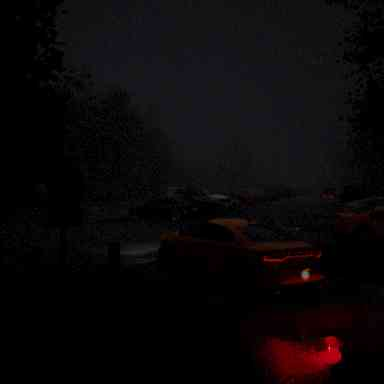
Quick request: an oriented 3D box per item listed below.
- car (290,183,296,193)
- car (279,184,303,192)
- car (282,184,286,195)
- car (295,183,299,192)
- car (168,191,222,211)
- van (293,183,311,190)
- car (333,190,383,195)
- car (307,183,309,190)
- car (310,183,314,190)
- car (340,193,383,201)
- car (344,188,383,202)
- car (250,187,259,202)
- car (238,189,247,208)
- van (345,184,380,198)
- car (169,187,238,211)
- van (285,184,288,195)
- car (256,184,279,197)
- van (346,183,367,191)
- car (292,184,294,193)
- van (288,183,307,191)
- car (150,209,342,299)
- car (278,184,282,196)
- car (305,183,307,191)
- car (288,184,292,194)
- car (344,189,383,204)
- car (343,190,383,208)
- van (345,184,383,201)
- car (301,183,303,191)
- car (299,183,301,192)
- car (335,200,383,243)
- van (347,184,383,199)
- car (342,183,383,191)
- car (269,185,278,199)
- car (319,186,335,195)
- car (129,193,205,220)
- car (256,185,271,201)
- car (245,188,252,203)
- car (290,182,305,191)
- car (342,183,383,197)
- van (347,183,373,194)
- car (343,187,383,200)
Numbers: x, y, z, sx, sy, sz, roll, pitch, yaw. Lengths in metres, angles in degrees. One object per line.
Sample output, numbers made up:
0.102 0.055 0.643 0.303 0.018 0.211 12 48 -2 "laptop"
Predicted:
15.677 -0.337 59.746 4.792 1.488 2.163 1 2 25 "car"
21.541 -0.901 72.316 4.553 1.767 2.185 1 2 25 "car"
11.037 -0.008 49.662 4.792 1.488 2.163 1 2 25 "car"
16.708 -0.454 62.326 5.366 1.575 1.946 1 2 25 "car"
-0.712 0.962 24.540 5.008 1.535 2.097 1 3 25 "car"
29.668 -1.501 89.940 4.442 1.987 1.878 1 1 25 "van"
13.308 0.940 24.108 5.366 1.575 1.946 1 3 25 "car"
23.910 -0.939 77.339 5.008 1.535 2.097 1 2 25 "car"
27.461 -1.435 84.861 5.566 2.045 2.435 1 2 25 "car"
10.045 1.134 16.598 4.553 1.767 2.185 1 3 25 "car"
20.523 0.361 39.063 4.792 1.488 2.163 1 2 25 "car"
3.808 0.532 34.676 5.366 1.575 1.946 1 3 25 "car"
1.798 0.749 29.492 5.366 1.575 1.946 1 3 25 "car"
25.072 -0.232 49.150 4.442 1.987 1.878 1 2 25 "van"
0.482 0.605 27.034 5.566 2.045 2.435 1 3 25 "car"
12.290 -0.344 52.132 4.442 1.987 1.878 1 2 25 "van"
8.658 0.135 44.647 4.892 1.521 2.231 1 2 25 "car"
39.177 -1.216 79.383 4.442 1.987 1.878 1 2 25 "van"
14.503 -0.255 57.232 4.792 1.488 2.163 1 2 25 "car"
26.156 -1.330 82.408 4.442 1.987 1.878 1 2 25 "van"
0.885 1.406 8.416 1.882 1.535 5.008 2 -1 -31 "car"
9.867 -0.079 47.144 4.553 1.767 2.185 1 2 25 "car"
22.714 -0.983 74.831 4.553 1.767 2.185 1 2 25 "car"
13.330 -0.173 54.717 4.792 1.488 2.163 1 2 25 "car"
19.408 0.451 36.672 4.792 1.488 2.163 1 2 25 "car"
16.962 0.658 31.566 4.792 1.488 2.163 1 3 25 "car"
21.562 0.017 41.605 4.442 1.987 1.878 1 2 25 "van"
19.217 -0.610 67.280 4.892 1.521 2.231 1 2 25 "car"
18.055 -0.528 64.760 4.892 1.521 2.231 1 2 25 "car"
8.841 1.364 14.109 5.008 1.535 2.097 1 3 25 "car"
24.113 -0.146 46.542 4.442 1.987 1.878 1 2 25 "van"
15.843 0.484 29.023 5.566 2.045 2.435 1 3 25 "car"
7.662 0.228 42.059 5.366 1.575 1.946 1 2 25 "car"
23.717 -0.277 57.657 2.128 1.511 4.902 1 2 25 "car"
-1.916 1.097 22.042 4.792 1.488 2.163 1 3 25 "car"
6.205 0.318 39.813 5.366 1.575 1.946 1 3 25 "car"
2.809 0.645 32.082 4.892 1.521 2.231 1 3 25 "car"
20.228 -0.699 69.870 5.366 1.575 1.946 1 2 25 "car"
26.323 -0.337 51.621 5.566 2.045 2.435 1 2 25 "car"
32.361 -0.722 64.222 4.442 1.987 1.878 1 2 25 "van"
22.842 0.159 44.088 5.008 1.535 2.097 1 2 25 "car"
